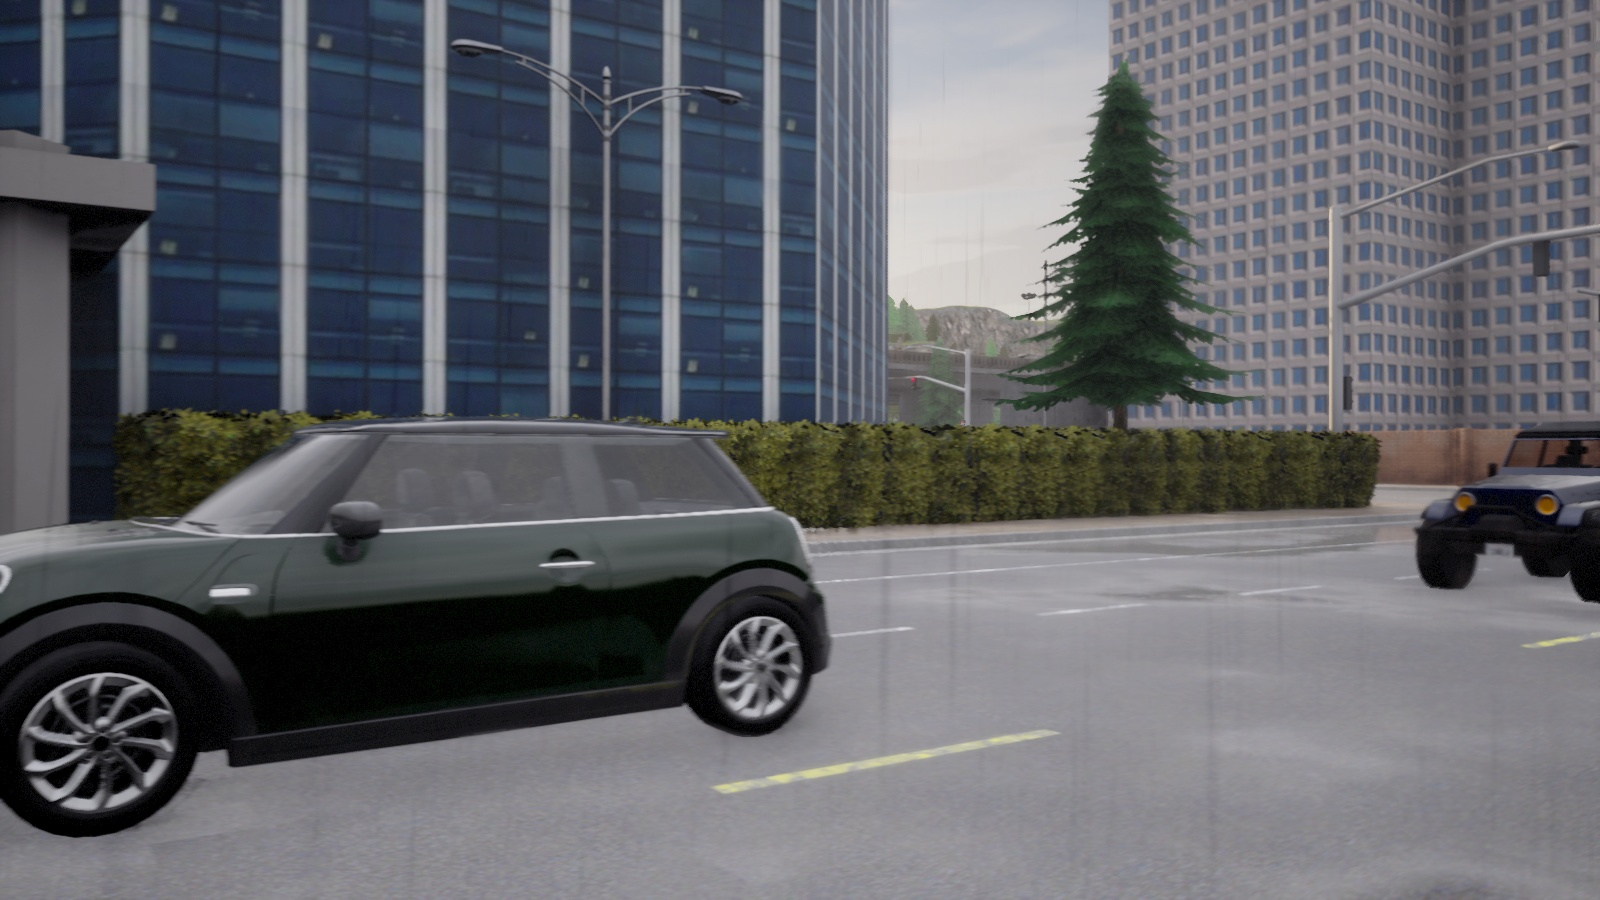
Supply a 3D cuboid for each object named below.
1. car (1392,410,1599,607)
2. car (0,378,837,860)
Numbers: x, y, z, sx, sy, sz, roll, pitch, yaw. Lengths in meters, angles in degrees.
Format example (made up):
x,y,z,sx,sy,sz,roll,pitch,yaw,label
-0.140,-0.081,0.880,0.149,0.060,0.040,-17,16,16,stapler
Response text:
x,y,z,sx,sy,sz,roll,pitch,yaw,label
8.506,0.556,13.845,3.866,1.878,1.905,0,0,-35,car
-2.269,0.624,6.344,4.553,1.767,2.097,0,0,-35,car
